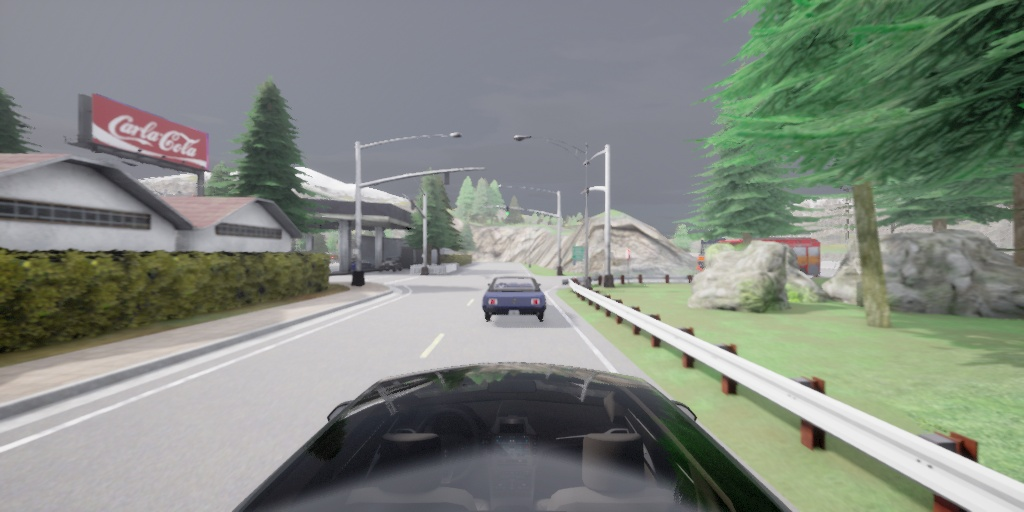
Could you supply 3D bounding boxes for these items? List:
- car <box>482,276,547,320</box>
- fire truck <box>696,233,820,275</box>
[{"bbox_3d":[0.074,1.324,12.403,1.895,1.301,4.718,0,0,0],"label":"car"},{"bbox_3d":[19.818,0.103,29.146,8.468,3.827,2.891,-1,3,-1],"label":"fire truck"}]
